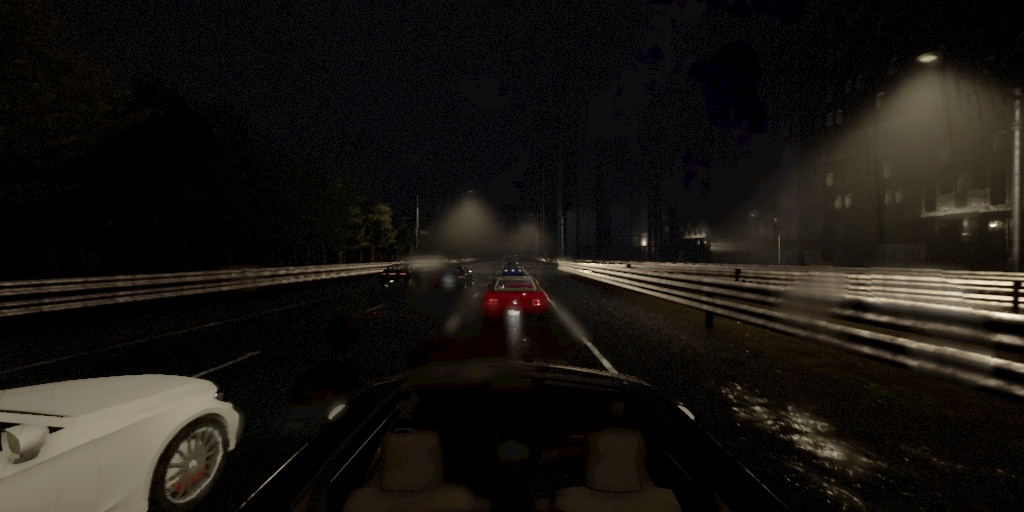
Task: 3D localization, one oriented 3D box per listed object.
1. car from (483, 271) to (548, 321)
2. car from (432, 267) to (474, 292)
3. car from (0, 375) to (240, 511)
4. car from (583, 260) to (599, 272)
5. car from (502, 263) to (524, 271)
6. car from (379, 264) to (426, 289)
[{"bbox_3d":[0.095,1.351,12.421,1.895,1.301,4.718,0,0,0],"label":"car"},{"bbox_3d":[-3.405,1.317,21.340,1.994,1.385,4.181,0,0,0],"label":"car"},{"bbox_3d":[-3.403,1.276,1.302,1.812,1.442,4.674,0,0,0],"label":"car"},{"bbox_3d":[10.026,1.291,46.797,1.882,1.535,5.008,0,0,-14],"label":"car"},{"bbox_3d":[0.089,1.307,33.382,2.033,1.411,5.357,0,0,0],"label":"car"},{"bbox_3d":[-6.905,1.245,23.017,2.128,1.511,4.902,0,0,0],"label":"car"}]
